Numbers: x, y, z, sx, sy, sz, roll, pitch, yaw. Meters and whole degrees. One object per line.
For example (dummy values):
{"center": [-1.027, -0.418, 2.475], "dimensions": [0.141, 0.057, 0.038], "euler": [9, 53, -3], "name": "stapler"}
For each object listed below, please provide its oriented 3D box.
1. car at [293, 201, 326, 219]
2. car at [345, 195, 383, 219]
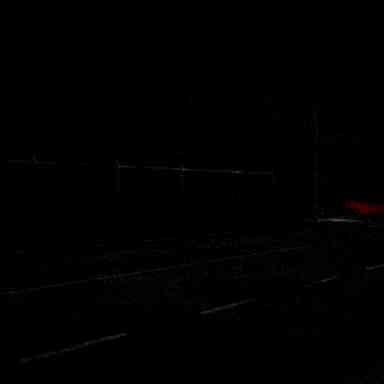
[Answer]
{"center": [9.570, 1.554, 29.913], "dimensions": [1.837, 1.490, 4.892], "euler": [0, 0, -36], "name": "car"}
{"center": [15.593, 1.261, 27.529], "dimensions": [2.150, 2.045, 5.566], "euler": [0, 0, -36], "name": "car"}
